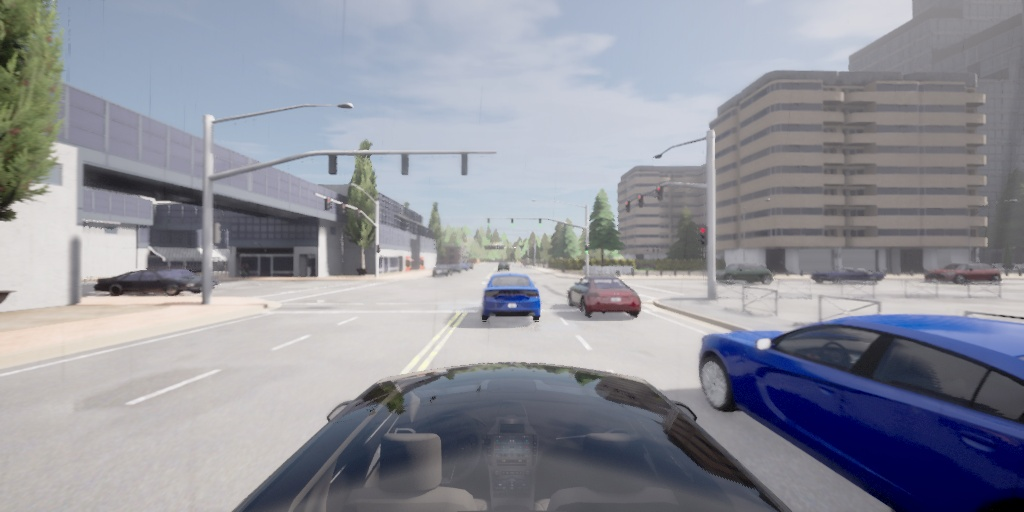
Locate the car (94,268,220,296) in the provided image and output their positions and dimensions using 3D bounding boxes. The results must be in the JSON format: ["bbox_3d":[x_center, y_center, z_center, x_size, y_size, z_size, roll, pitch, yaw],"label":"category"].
[{"bbox_3d":[-20.116,1.496,20.281,5.357,1.411,2.033,0,-1,-1],"label":"car"}]

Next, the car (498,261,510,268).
[{"bbox_3d":[-1.485,1.763,63.831,2.097,1.767,4.553,0,-1,-1],"label":"car"}]

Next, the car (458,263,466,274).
[{"bbox_3d":[-8.389,1.854,52.406,1.994,1.385,4.181,0,-1,-1],"label":"car"}]

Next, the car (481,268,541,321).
[{"bbox_3d":[-0.105,1.349,13.095,1.882,1.535,5.008,0,-1,-2],"label":"car"}]

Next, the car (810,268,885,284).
[{"bbox_3d":[27.438,1.645,29.464,4.718,1.301,1.895,0,-1,-2],"label":"car"}]

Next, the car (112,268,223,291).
[{"bbox_3d":[-22.627,1.533,23.729,5.357,1.411,2.033,0,-1,-1],"label":"car"}]

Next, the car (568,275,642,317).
[{"bbox_3d":[3.424,1.444,13.960,1.994,1.385,4.181,0,-1,-1],"label":"car"}]

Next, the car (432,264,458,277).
[{"bbox_3d":[-8.178,1.676,42.449,2.128,1.511,4.902,0,-1,0],"label":"car"}]

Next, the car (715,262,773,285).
[{"bbox_3d":[18.452,1.394,29.217,4.553,1.767,2.097,0,-1,-2],"label":"car"}]

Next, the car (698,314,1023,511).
[{"bbox_3d":[3.582,1.243,3.116,1.882,1.535,5.008,0,-1,0],"label":"car"}]

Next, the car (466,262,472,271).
[{"bbox_3d":[-8.600,1.924,62.597,1.812,1.442,4.674,0,-1,-1],"label":"car"}]

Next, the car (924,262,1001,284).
[{"bbox_3d":[37.233,1.398,29.724,4.553,1.767,2.097,0,-1,-1],"label":"car"}]

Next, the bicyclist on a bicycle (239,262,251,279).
[{"bbox_3d":[-26.118,1.411,35.143,0.582,1.620,1.656,0,0,-1],"label":"bicyclist on a bicycle"}]
